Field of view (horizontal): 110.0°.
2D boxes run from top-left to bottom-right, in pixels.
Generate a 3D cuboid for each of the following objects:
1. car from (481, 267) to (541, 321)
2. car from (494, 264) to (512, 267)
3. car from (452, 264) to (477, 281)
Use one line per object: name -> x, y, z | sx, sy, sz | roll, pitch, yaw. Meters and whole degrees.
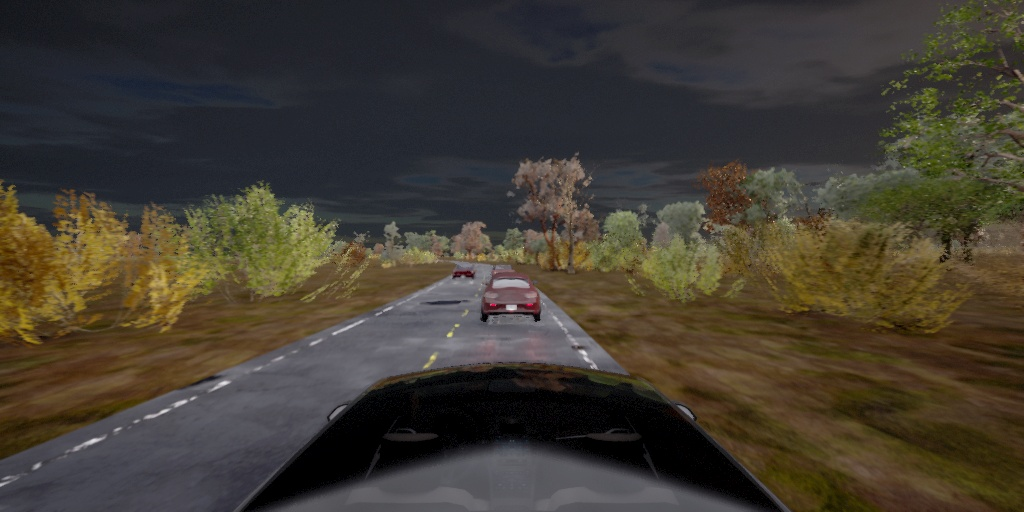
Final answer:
car -> -0.071, 1.279, 12.353 | 1.812, 1.442, 4.674 | 0, 0, -1
car -> -0.794, 1.364, 30.129 | 1.895, 1.301, 4.718 | 0, 0, -3
car -> -4.040, 1.367, 30.867 | 1.895, 1.301, 4.718 | 0, 0, -3
